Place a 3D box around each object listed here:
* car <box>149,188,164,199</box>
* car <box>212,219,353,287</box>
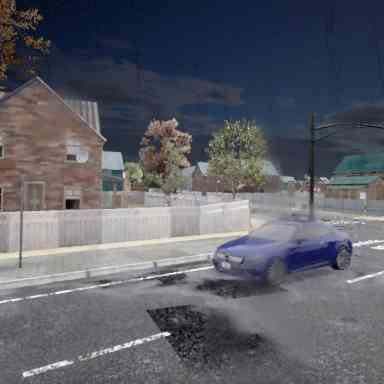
[{"bbox_3d":[-6.611,0.336,61.622,2.150,2.045,5.566,1,0,-21],"label":"car"},{"bbox_3d":[2.734,1.533,9.460,4.674,1.442,1.812,0,0,-35],"label":"car"}]
